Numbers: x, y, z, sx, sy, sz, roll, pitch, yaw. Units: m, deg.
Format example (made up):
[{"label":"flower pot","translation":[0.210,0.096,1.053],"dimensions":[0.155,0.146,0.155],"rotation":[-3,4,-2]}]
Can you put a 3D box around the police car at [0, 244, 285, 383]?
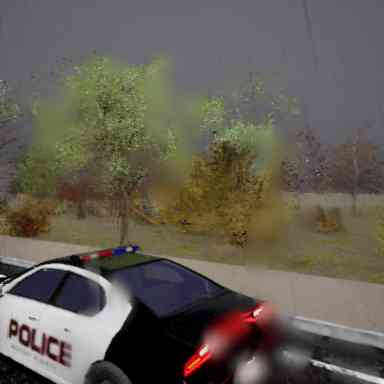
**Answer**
[{"label":"police car","translation":[-1.418,1.552,4.573],"dimensions":[4.974,1.542,2.038],"rotation":[-1,-1,35]}]
